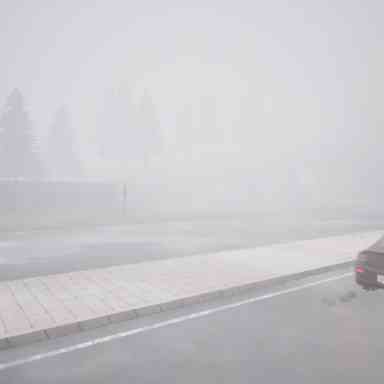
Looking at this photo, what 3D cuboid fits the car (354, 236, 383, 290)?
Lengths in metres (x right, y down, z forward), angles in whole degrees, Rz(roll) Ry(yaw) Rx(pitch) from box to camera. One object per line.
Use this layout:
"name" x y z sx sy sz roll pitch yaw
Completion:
"car" 5.598 1.526 7.742 4.674 1.442 1.812 0 0 -36
